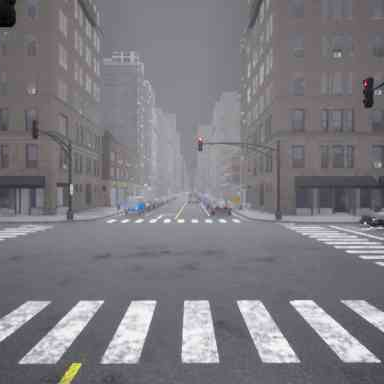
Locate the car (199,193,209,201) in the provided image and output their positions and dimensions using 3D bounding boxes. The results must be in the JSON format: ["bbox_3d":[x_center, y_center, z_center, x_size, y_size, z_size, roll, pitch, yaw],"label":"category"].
[{"bbox_3d":[3.018,1.301,84.412,2.192,1.841,5.009,0,0,0],"label":"car"}]

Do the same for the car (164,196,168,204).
[{"bbox_3d":[-5.627,1.563,56.097,1.947,1.339,4.313,0,0,0],"label":"car"}]

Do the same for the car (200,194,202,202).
[{"bbox_3d":[2.923,1.521,61.905,1.752,1.417,4.829,0,0,0],"label":"car"}]

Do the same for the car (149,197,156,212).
[{"bbox_3d":[-5.698,1.439,39.092,1.967,1.590,4.097,0,0,0],"label":"car"}]

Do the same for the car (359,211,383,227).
[{"bbox_3d":[13.453,1.559,20.724,5.357,1.411,2.033,0,0,0],"label":"car"}]

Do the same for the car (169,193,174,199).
[{"bbox_3d":[-5.555,1.536,73.101,1.887,1.381,4.507,0,0,0],"label":"car"}]

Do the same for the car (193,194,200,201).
[{"bbox_3d":[1.159,1.439,89.582,1.801,1.575,5.366,0,0,0],"label":"car"}]

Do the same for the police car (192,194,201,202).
[{"bbox_3d":[1.126,1.414,79.487,1.930,1.638,5.238,0,0,-1],"label":"police car"}]

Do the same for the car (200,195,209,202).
[{"bbox_3d":[2.994,1.429,78.744,1.967,1.590,4.097,0,0,0],"label":"car"}]

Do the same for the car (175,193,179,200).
[{"bbox_3d":[-5.484,1.298,90.106,2.192,1.841,5.009,0,0,0],"label":"car"}]

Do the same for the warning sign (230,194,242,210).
[{"bbox_3d":[5.230,1.114,39.374,1.300,1.860,1.060,0,0,0],"label":"warning sign"}]

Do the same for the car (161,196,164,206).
[{"bbox_3d":[-5.651,1.580,50.428,1.802,1.307,4.206,0,0,0],"label":"car"}]

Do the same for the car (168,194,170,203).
[{"bbox_3d":[-5.604,1.521,61.595,1.752,1.417,4.829,0,0,0],"label":"car"}]

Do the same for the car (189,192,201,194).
[{"bbox_3d":[0.303,1.032,72.994,2.150,2.045,5.566,0,0,0],"label":"car"}]

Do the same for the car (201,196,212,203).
[{"bbox_3d":[2.947,1.545,67.405,2.008,1.369,4.403,0,0,0],"label":"car"}]

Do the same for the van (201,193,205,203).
[{"bbox_3d":[2.899,1.338,56.066,1.690,1.788,3.998,0,0,0],"label":"van"}]

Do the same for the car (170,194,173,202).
[{"bbox_3d":[-5.579,1.560,67.433,1.947,1.339,4.313,0,0,0],"label":"car"}]

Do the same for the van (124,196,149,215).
[{"bbox_3d":[-5.722,1.340,33.423,1.690,1.788,3.998,0,0,0],"label":"van"}]

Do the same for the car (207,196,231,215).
[{"bbox_3d":[2.804,1.439,33.390,1.967,1.590,4.097,0,0,0],"label":"car"}]

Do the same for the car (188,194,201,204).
[{"bbox_3d":[0.261,1.560,62.960,1.994,1.385,4.181,0,0,0],"label":"car"}]

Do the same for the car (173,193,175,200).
[{"bbox_3d":[-5.532,1.514,78.599,1.752,1.417,4.829,0,0,0],"label":"car"}]

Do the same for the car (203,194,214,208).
[{"bbox_3d":[2.851,1.439,44.728,1.967,1.590,4.097,0,0,0],"label":"car"}]

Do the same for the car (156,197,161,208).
[{"bbox_3d":[-5.674,1.564,44.760,1.947,1.339,4.313,0,0,0],"label":"car"}]
